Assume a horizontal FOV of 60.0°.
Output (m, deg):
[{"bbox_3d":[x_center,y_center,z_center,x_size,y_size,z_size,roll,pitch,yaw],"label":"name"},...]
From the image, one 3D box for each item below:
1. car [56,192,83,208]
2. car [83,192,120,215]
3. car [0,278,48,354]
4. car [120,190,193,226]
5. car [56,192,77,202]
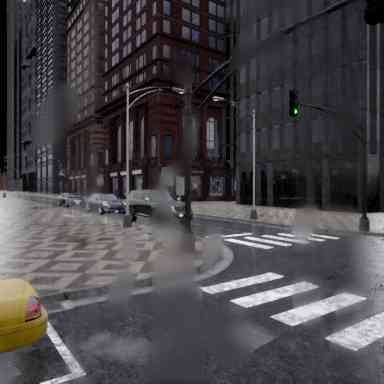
[{"bbox_3d":[-13.146,0.826,36.087,2.128,1.511,4.902,0,1,-36],"label":"car"},{"bbox_3d":[-7.129,0.872,27.684,2.097,1.767,4.553,0,1,-35],"label":"car"},{"bbox_3d":[-4.246,1.525,3.627,4.829,1.417,1.752,0,0,-35],"label":"car"},{"bbox_3d":[-2.211,0.898,20.820,2.150,2.045,5.566,0,1,-36],"label":"car"},{"bbox_3d":[-18.588,0.667,49.153,1.994,1.385,4.181,0,1,-36],"label":"car"}]
